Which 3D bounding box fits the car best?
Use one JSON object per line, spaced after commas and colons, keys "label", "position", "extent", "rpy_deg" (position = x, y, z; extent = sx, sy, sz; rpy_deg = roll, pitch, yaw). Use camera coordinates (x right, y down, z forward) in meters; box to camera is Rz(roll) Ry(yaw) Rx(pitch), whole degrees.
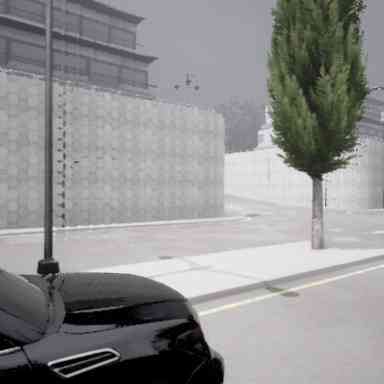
{"label": "car", "position": [-2.372, 1.219, 2.053], "extent": [5.566, 2.045, 2.150], "rpy_deg": [0, 0, -36]}
